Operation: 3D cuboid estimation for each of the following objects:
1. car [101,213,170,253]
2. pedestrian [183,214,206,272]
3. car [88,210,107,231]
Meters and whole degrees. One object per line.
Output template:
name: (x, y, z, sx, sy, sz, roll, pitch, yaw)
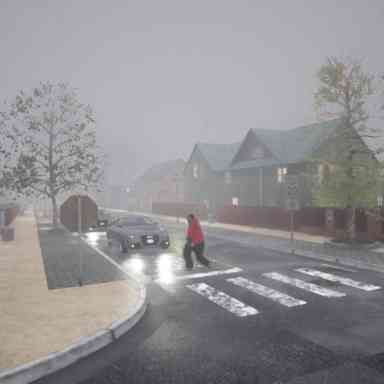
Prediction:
car: (-2.551, 1.814, 15.049, 1.994, 1.385, 4.181, -1, -1, -27)
pedestrian: (0.068, 1.442, 9.930, 0.375, 1.860, 0.375, -2, 1, -26)
car: (-6.905, 1.988, 24.068, 1.994, 1.385, 4.181, -1, -1, -26)
